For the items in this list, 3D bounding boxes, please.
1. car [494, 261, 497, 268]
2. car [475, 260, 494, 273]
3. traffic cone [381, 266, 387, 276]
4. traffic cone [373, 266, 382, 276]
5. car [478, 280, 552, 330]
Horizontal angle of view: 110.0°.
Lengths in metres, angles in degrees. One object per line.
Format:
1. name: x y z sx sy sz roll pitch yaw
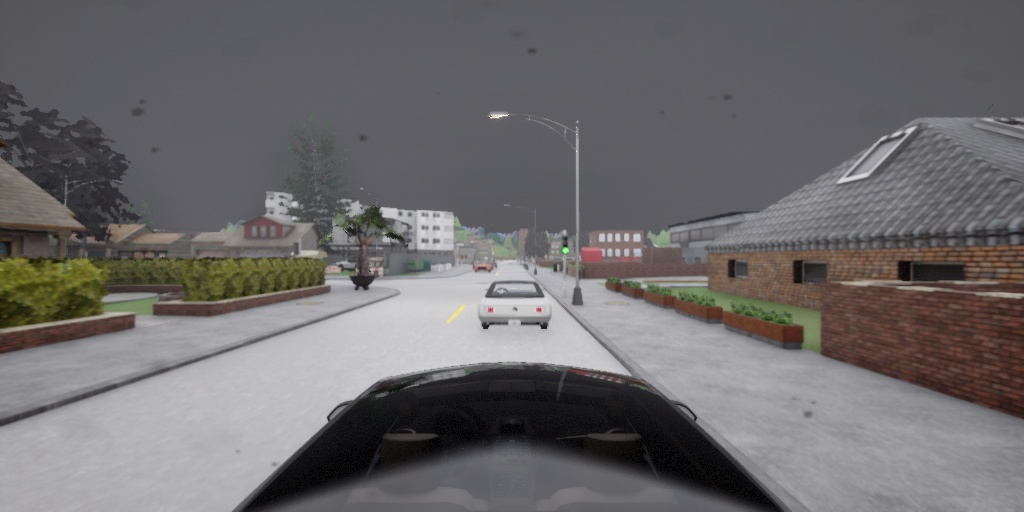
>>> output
1. car: -3.971 1.559 59.480 1.837 1.490 4.892 0 0 0
2. car: -4.009 1.357 50.100 2.097 1.767 4.553 0 0 0
3. traffic cone: -15.318 1.772 42.467 0.344 0.586 0.344 0 0 0
4. traffic cone: -15.680 1.773 41.898 0.344 0.586 0.344 0 0 0
5. car: 0.087 1.401 11.273 1.895 1.301 4.718 0 0 0
